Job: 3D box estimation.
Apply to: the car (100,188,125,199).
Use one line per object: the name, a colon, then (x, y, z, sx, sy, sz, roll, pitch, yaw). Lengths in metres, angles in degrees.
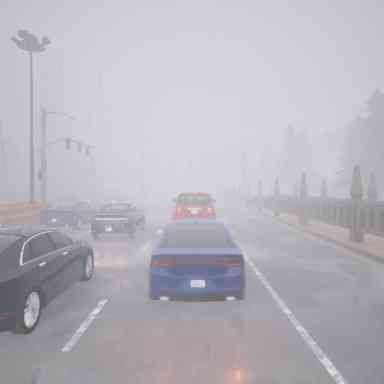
car: (-13.895, 0.369, 58.341, 2.150, 2.045, 5.566, 0, 1, 0)

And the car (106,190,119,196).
car: (-20.708, 0.252, 87.081, 2.033, 1.411, 5.357, 0, 1, 0)

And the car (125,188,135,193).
car: (-13.778, 0.216, 68.663, 2.150, 2.045, 5.566, 0, 1, 0)

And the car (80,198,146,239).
car: (-3.377, 1.280, 15.964, 2.128, 1.511, 4.902, 0, 1, 0)

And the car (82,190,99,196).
car: (-20.787, 0.379, 66.252, 2.097, 1.767, 4.553, 0, 1, 0)

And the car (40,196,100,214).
car: (-6.867, 1.219, 19.047, 1.882, 1.535, 5.008, 0, 1, 0)

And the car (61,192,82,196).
car: (-20.898, 0.699, 56.599, 1.812, 1.442, 4.674, 0, 1, 1)

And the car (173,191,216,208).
car: (0.125, 0.978, 18.047, 2.150, 2.045, 5.566, 0, 1, 0)

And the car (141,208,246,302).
car: (0.102, 1.384, 8.177, 1.882, 1.535, 5.008, 0, 1, 0)

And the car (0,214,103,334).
car: (-3.400, 1.435, 6.591, 1.837, 1.490, 4.892, 0, 1, 0)
